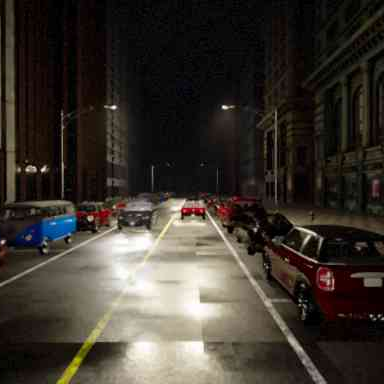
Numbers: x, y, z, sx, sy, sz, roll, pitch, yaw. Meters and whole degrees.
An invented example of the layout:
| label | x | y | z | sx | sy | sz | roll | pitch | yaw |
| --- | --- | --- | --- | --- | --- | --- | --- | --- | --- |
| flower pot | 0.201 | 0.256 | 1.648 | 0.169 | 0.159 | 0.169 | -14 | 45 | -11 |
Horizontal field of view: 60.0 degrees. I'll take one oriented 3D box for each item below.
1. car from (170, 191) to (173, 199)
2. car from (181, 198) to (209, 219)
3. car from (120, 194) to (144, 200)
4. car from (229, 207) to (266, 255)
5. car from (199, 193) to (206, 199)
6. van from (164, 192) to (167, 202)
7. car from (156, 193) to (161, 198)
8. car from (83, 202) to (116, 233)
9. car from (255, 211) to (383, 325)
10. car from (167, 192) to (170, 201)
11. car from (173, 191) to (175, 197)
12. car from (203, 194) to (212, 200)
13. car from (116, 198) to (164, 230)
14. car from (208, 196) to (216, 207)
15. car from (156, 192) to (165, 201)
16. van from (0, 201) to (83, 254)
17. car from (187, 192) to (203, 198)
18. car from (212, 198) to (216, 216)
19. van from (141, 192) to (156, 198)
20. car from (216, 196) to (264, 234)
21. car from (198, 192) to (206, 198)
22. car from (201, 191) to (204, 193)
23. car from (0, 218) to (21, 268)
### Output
| label | x | y | z | sx | sy | sz | roll | pitch | yaw |
| --- | --- | --- | --- | --- | --- | --- | --- | --- | --- |
| car | -5.799 | 0.831 | 68.993 | 2.192 | 1.841 | 5.009 | 0 | 0 | 0 |
| car | 0.087 | 1.410 | 26.587 | 1.895 | 1.301 | 4.718 | 0 | 0 | 0 |
| car | -5.779 | 1.228 | 29.539 | 1.967 | 1.590 | 4.097 | 0 | 0 | 0 |
| car | 2.754 | 1.475 | 12.643 | 1.947 | 1.339 | 4.313 | 0 | 0 | 0 |
| car | 2.719 | 0.986 | 85.914 | 1.802 | 1.307 | 4.206 | 0 | 0 | 0 |
| van | -5.794 | 0.932 | 57.720 | 1.690 | 1.788 | 3.998 | 0 | 0 | 0 |
| car | -5.787 | 1.194 | 46.279 | 1.752 | 1.417 | 4.829 | 0 | 0 | 0 |
| car | -5.774 | 1.308 | 18.266 | 1.967 | 1.590 | 4.097 | 0 | 0 | 0 |
| car | 2.756 | 1.389 | 7.006 | 1.967 | 1.590 | 4.097 | 0 | 0 | 0 |
| car | -5.796 | 0.994 | 63.357 | 1.967 | 1.590 | 4.097 | 0 | 0 | 0 |
| car | -5.803 | 1.007 | 80.268 | 1.947 | 1.339 | 4.313 | 0 | 0 | 0 |
| car | 2.740 | 1.148 | 40.823 | 1.967 | 1.590 | 4.097 | 0 | 0 | 0 |
| car | -3.091 | 1.349 | 19.701 | 2.128 | 1.511 | 4.902 | 0 | 0 | 0 |
| car | 2.746 | 1.354 | 29.552 | 1.947 | 1.339 | 4.313 | 0 | 0 | 0 |
| car | -5.790 | 1.180 | 52.085 | 2.008 | 1.369 | 4.403 | 0 | 0 | 0 |
| van | -5.772 | 1.250 | 12.628 | 1.690 | 1.788 | 3.998 | 0 | 0 | 0 |
| car | 0.078 | 1.168 | 45.337 | 2.128 | 1.511 | 4.902 | 0 | 0 | 0 |
| car | 2.749 | 1.373 | 23.916 | 1.887 | 1.381 | 4.507 | 0 | 0 | 0 |
| van | -5.785 | 1.048 | 40.811 | 1.690 | 1.788 | 3.998 | 0 | 0 | 0 |
| car | 2.751 | 1.183 | 18.278 | 2.192 | 1.841 | 5.009 | 0 | 0 | 0 |
| car | 2.715 | 0.808 | 91.549 | 1.967 | 1.590 | 4.097 | 0 | 0 | 0 |
| car | 2.727 | 1.098 | 69.005 | 1.802 | 1.307 | 4.206 | 0 | 0 | 0 |
| car | -5.768 | 1.494 | 6.993 | 1.887 | 1.381 | 4.507 | 0 | 0 | 0 |
